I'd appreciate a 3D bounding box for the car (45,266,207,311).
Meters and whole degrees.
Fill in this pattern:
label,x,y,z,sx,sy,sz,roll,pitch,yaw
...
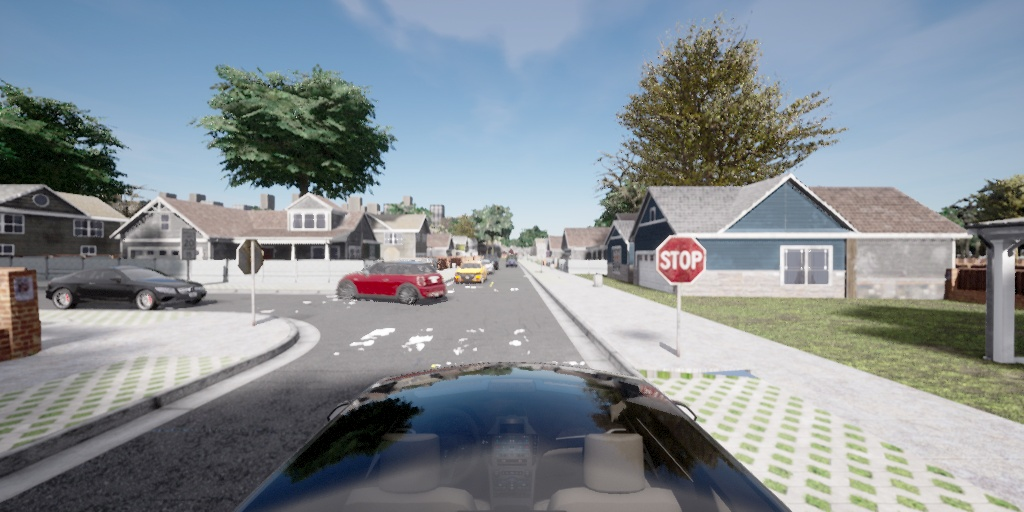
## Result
label,x,y,z,sx,sy,sz,roll,pitch,yaw
car,-13.564,1.078,12.707,4.674,1.442,1.812,1,0,2

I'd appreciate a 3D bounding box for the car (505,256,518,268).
label,x,y,z,sx,sy,sz,roll,pitch,yaw
car,-0.041,1.104,57.179,2.033,1.411,5.357,0,0,0

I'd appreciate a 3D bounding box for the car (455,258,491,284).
label,x,y,z,sx,sy,sz,roll,pitch,yaw
car,-2.901,1.132,26.293,1.882,1.535,5.008,0,0,2

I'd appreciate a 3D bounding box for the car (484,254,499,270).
label,x,y,z,sx,sy,sz,roll,pitch,yaw
car,-2.870,0.801,47.667,2.150,2.045,5.566,0,0,0

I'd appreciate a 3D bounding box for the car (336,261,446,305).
label,x,y,z,sx,sy,sz,roll,pitch,yaw
car,-5.177,0.996,15.290,4.553,1.767,2.097,1,1,20

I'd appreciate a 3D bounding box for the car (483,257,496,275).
label,x,y,z,sx,sy,sz,roll,pitch,yaw
car,-2.873,1.141,36.617,1.812,1.442,4.674,0,0,0
